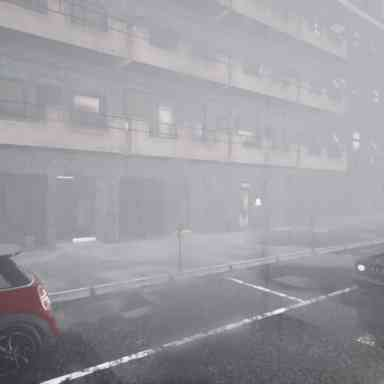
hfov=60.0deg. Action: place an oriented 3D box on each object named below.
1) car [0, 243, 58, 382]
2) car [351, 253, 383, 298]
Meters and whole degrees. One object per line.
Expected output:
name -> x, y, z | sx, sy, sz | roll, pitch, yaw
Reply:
car -> -3.850, 1.440, 3.805 | 4.097, 1.590, 1.967 | 0, 0, -35
car -> 5.566, 1.603, 7.348 | 4.718, 1.301, 1.895 | 0, 0, -36
